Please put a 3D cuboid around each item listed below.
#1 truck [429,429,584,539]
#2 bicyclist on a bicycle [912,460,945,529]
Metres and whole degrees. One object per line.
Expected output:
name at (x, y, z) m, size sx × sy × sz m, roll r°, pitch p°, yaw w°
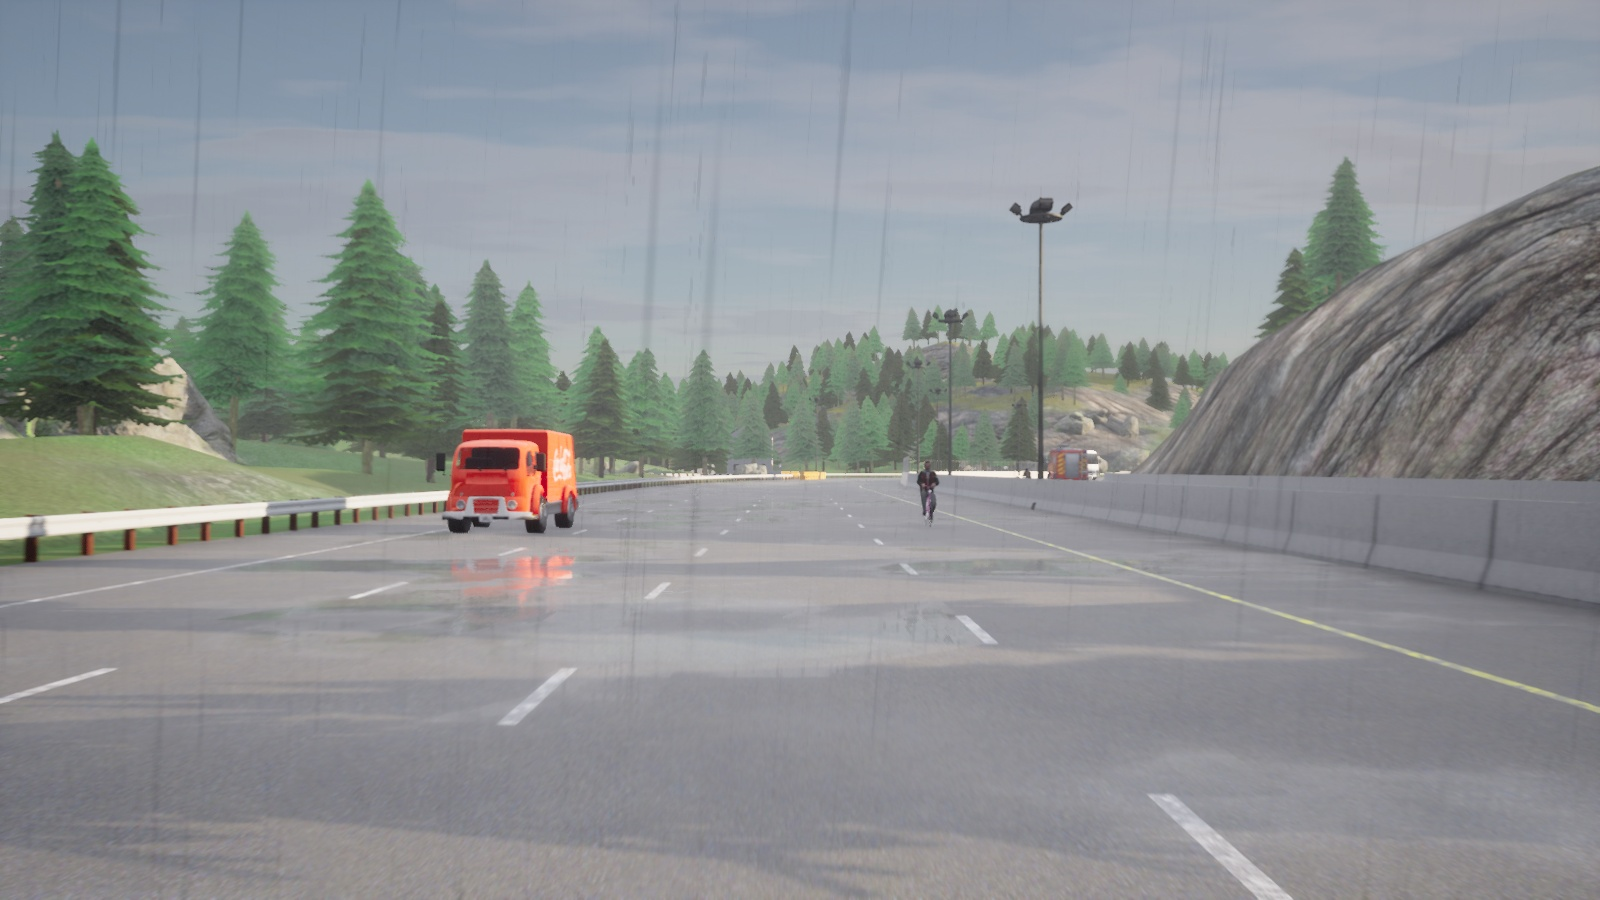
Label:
truck at (-7.076, 0.812, 31.000) m, size 2.627 × 2.467 × 5.204 m, roll 0°, pitch -1°, yaw 0°
bicyclist on a bicycle at (3.419, 1.164, 33.502) m, size 0.659 × 1.776 × 1.843 m, roll 0°, pitch -1°, yaw 0°
